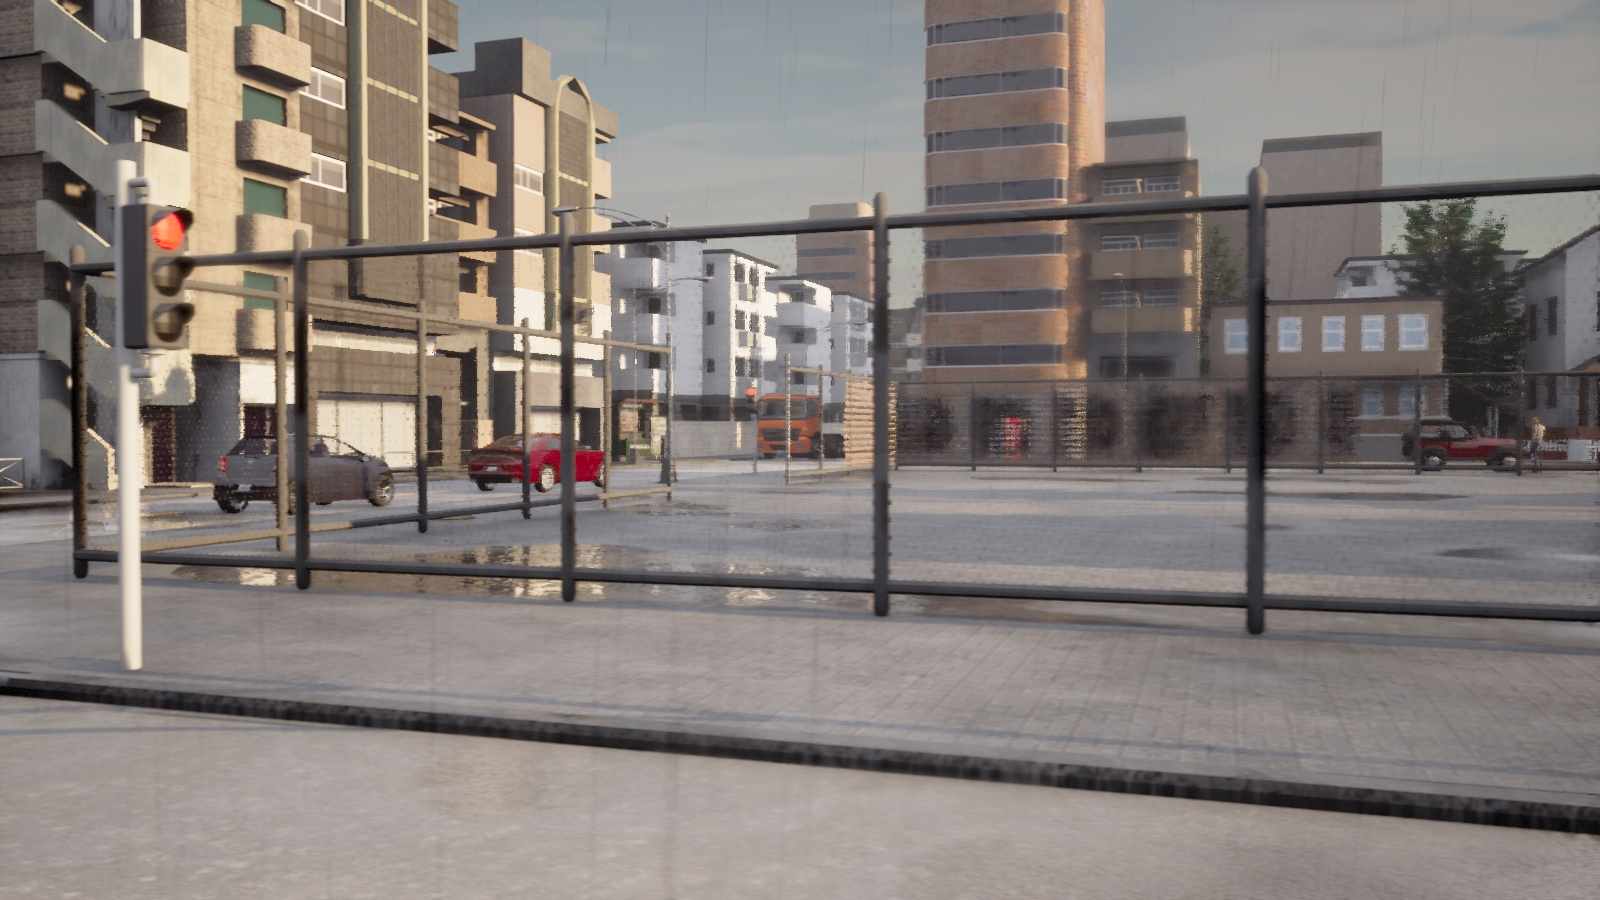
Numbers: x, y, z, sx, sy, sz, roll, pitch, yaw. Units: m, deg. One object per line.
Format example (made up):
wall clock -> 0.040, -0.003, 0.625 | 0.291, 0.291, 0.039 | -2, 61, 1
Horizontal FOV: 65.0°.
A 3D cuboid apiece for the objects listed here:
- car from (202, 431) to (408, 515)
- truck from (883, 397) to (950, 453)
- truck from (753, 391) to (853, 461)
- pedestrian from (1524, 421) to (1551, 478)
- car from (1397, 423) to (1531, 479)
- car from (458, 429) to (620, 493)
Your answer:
car -> -9.574, 0.384, 24.591 | 1.845, 1.501, 3.633 | 1, 1, 19
truck -> 8.526, -1.794, 90.847 | 2.891, 3.827, 8.468 | 1, 1, 19
truck -> 0.276, -1.251, 66.382 | 2.891, 3.462, 7.936 | 1, 1, 19
pedestrian -> 23.841, -0.017, 40.605 | 0.354, 1.836, 0.706 | 0, 1, -11
car -> 23.069, 0.019, 43.776 | 3.866, 1.878, 1.905 | 1, 1, 19
car -> -6.738, 0.223, 33.034 | 1.882, 1.535, 5.008 | 1, 1, 19
